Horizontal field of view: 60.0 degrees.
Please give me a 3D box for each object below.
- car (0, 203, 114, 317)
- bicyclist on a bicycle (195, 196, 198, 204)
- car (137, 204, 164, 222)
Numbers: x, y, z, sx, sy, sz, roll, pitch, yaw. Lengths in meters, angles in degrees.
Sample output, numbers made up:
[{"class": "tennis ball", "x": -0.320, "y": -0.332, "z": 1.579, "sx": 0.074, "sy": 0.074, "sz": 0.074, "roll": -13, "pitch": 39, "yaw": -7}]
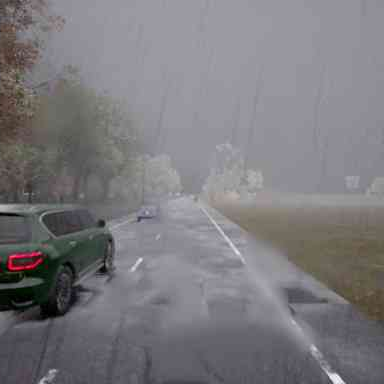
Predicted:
[{"class": "car", "x": -3.411, "y": 1.263, "z": 7.695, "sx": 2.150, "sy": 2.045, "sz": 5.566, "roll": 0, "pitch": 0, "yaw": 0}, {"class": "bicyclist on a bicycle", "x": 0.922, "y": 1.746, "z": 70.644, "sx": 0.659, "sy": 1.776, "sz": 1.843, "roll": 0, "pitch": 0, "yaw": 0}, {"class": "car", "x": -3.416, "y": 1.696, "z": 27.968, "sx": 2.033, "sy": 1.411, "sz": 5.357, "roll": 0, "pitch": 0, "yaw": 0}]
